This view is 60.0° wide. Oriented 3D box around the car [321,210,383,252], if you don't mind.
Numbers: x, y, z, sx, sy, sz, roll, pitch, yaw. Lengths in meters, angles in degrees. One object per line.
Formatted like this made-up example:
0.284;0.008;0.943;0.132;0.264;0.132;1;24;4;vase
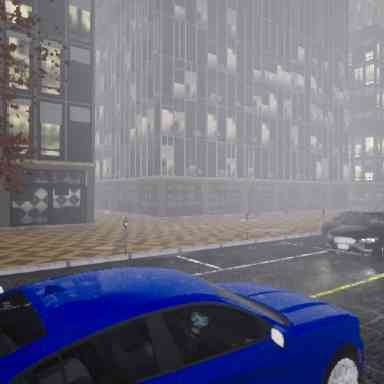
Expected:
6.857;1.490;12.134;4.902;1.511;2.128;0;0;-35;car

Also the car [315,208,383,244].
8.140;1.563;16.226;4.313;1.339;1.947;0;0;-36;car

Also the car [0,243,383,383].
-0.392;1.478;3.031;5.008;1.535;1.882;0;0;-35;car
